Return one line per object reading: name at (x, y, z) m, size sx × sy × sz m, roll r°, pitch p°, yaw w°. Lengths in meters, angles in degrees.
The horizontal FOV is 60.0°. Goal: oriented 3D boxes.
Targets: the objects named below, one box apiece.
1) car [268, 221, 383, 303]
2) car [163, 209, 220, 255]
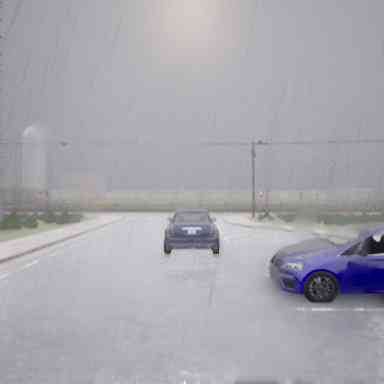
car at (4.211, 1.556, 7.974) m, size 4.611 × 1.667 × 2.242 m, roll 0°, pitch -1°, yaw 0°
car at (-0.007, 1.484, 14.080) m, size 2.097 × 1.767 × 4.553 m, roll 0°, pitch -1°, yaw 0°
